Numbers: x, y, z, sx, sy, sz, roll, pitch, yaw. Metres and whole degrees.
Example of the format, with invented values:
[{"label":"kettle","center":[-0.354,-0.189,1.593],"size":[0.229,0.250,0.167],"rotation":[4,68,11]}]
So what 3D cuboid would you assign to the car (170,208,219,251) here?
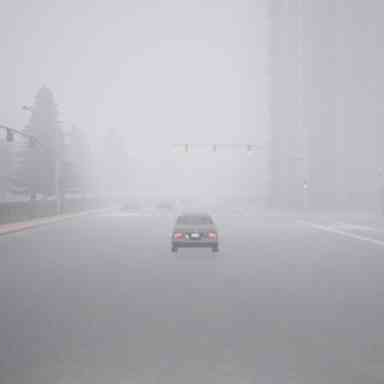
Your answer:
[{"label":"car","center":[0.109,1.565,14.204],"size":[2.033,1.411,5.357],"rotation":[0,0,0]}]

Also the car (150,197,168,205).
[{"label":"car","center":[-5.770,1.561,58.578],"size":[1.895,1.301,4.718],"rotation":[0,0,12]}]

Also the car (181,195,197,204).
[{"label":"car","center":[-0.594,1.558,62.834],"size":[1.895,1.301,4.718],"rotation":[0,0,21]}]

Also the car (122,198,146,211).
[{"label":"car","center":[-7.077,1.573,39.916],"size":[1.895,1.301,4.718],"rotation":[0,0,0]}]

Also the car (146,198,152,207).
[{"label":"car","center":[-6.985,1.531,48.725],"size":[1.994,1.385,4.181],"rotation":[0,0,1]}]

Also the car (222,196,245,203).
[{"label":"car","center":[8.334,1.479,69.930],"size":[2.128,1.511,4.902],"rotation":[0,0,43]}]

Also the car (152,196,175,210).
[{"label":"car","center":[-3.570,1.448,42.838],"size":[1.882,1.535,5.008],"rotation":[0,0,0]}]

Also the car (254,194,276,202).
[{"label":"car","center":[16.619,1.305,75.977],"size":[4.553,1.767,2.097],"rotation":[0,0,-24]}]

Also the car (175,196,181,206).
[{"label":"car","center":[-3.269,1.469,52.964],"size":[1.837,1.490,4.892],"rotation":[0,0,3]}]

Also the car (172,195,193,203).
[{"label":"car","center":[-1.899,1.432,67.938],"size":[1.882,1.535,5.008],"rotation":[0,0,30]}]

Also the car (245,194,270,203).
[{"label":"car","center":[13.359,1.494,69.776],"size":[5.357,1.411,2.033],"rotation":[0,0,-37]}]
